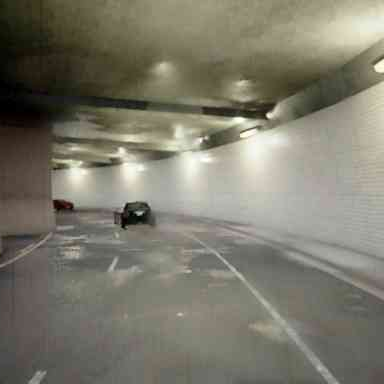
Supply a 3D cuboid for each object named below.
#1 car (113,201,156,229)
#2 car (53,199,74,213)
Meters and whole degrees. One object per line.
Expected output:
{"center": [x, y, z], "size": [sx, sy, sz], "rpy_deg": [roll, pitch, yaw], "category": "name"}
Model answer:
{"center": [-3.892, 1.353, 21.927], "size": [2.097, 1.767, 4.553], "rpy_deg": [0, 0, -21], "category": "car"}
{"center": [-15.496, 1.513, 38.284], "size": [5.008, 1.535, 1.882], "rpy_deg": [0, 0, 42], "category": "car"}
